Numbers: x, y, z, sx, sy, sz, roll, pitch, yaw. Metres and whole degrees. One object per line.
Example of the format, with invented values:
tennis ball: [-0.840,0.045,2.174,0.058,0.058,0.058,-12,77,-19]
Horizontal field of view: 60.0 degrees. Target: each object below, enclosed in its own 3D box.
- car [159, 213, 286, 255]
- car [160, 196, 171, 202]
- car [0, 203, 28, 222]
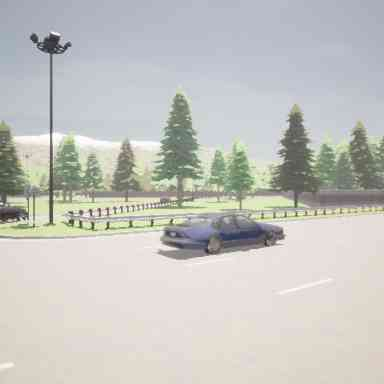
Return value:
car: [1.350,1.547,13.292,5.357,1.411,2.033,0,0,-35]
car: [-5.557,1.525,69.786,1.812,1.442,4.674,0,0,5]
car: [-13.972,1.491,23.717,2.128,1.511,4.902,0,0,20]
